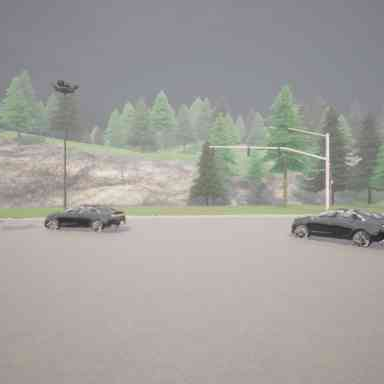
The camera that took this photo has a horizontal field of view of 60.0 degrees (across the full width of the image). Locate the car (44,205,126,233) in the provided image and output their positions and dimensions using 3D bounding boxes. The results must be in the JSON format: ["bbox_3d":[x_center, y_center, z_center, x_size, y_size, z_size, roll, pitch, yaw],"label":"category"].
[{"bbox_3d":[-6.235,1.492,19.346,4.902,1.511,2.128,0,0,17],"label":"car"}]

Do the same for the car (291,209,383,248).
[{"bbox_3d":[6.729,1.493,14.915,2.128,1.511,4.902,0,0,-33],"label":"car"}]
